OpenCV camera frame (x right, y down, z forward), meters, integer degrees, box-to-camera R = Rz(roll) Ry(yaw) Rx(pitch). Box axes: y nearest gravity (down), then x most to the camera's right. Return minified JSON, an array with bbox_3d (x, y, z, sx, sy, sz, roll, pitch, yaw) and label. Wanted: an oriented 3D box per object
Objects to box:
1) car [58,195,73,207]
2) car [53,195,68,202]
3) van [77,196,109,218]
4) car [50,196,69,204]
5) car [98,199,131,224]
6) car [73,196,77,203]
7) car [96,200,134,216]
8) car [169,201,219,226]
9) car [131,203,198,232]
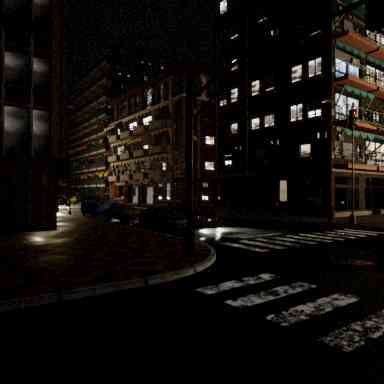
[{"bbox_3d":[-19.655,1.422,49.295,1.837,1.490,4.892,0,-1,-36],"label":"car"},{"bbox_3d":[-28.005,1.361,70.667,1.967,1.590,4.097,0,0,-36],"label":"car"},{"bbox_3d":[-8.363,1.265,28.985,1.690,1.788,3.998,0,0,-36],"label":"van"},{"bbox_3d":[-24.450,1.457,61.263,2.033,1.411,5.357,0,0,-35],"label":"car"},{"bbox_3d":[-4.959,1.459,24.248,1.752,1.417,4.829,0,0,-36],"label":"car"},{"bbox_3d":[-21.493,1.448,61.607,1.752,1.417,4.829,0,0,-36],"label":"car"},{"bbox_3d":[-7.534,1.533,32.268,1.895,1.301,4.718,0,0,-36],"label":"car"},{"bbox_3d":[-0.096,1.518,21.910,1.994,1.385,4.181,0,0,-36],"label":"car"},{"bbox_3d":[-1.753,1.526,19.787,1.802,1.307,4.206,0,0,-36],"label":"car"}]
